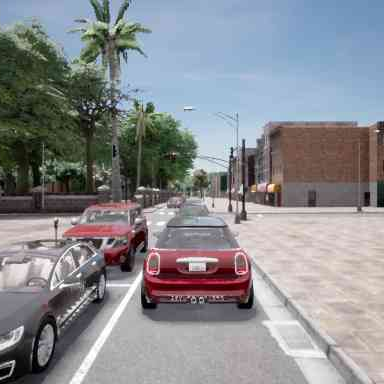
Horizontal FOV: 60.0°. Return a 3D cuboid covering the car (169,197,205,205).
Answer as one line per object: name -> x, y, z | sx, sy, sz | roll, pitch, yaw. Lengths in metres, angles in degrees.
car -> 0.075, 1.363, 17.802 | 2.097, 1.767, 4.553 | 0, 0, -1

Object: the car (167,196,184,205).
car -> -2.640, 1.543, 49.102 | 1.967, 1.590, 4.097 | 0, 0, 0

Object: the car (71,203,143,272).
car -> -2.639, 1.318, 10.953 | 2.192, 1.841, 5.009 | 0, 0, 0

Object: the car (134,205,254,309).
car -> 0.098, 1.354, 8.028 | 2.097, 1.767, 4.553 | 0, 0, 0

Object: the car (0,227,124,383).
car -> -2.638, 1.551, 5.489 | 2.008, 1.369, 4.403 | 0, 0, 0
